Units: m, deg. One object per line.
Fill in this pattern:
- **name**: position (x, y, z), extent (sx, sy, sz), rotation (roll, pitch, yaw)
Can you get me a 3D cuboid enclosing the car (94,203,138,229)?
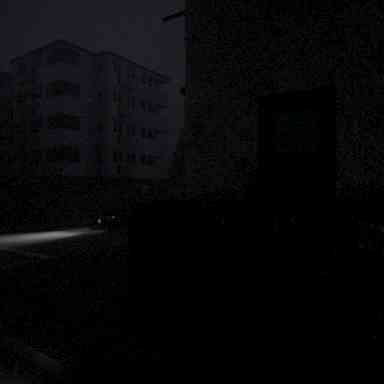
- **car**: position (-4.170, 1.491, 22.060), extent (2.128, 1.511, 4.902), rotation (0, 0, 35)
